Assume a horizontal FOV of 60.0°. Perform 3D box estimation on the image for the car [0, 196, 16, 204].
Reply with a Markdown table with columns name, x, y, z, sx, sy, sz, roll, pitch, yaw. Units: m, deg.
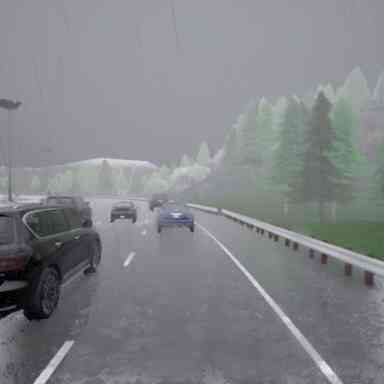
| name | x | y | z | sx | sy | sz | roll | pitch | yaw |
| --- | --- | --- | --- | --- | --- | --- | --- | --- | --- |
| car | -37.562 | 1.525 | 68.100 | 2.128 | 1.511 | 4.902 | 0 | 0 | -20 |

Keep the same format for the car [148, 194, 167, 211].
| name | x | y | z | sx | sy | sz | roll | pitch | yaw |
| --- | --- | --- | --- | --- | --- | --- | --- | --- | --- |
| car | -4.118 | 1.231 | 40.853 | 2.150 | 2.045 | 5.566 | 0 | 0 | -11 |

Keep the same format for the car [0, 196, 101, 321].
| name | x | y | z | sx | sy | sz | roll | pitch | yaw |
| --- | --- | --- | --- | --- | --- | --- | --- | --- | --- |
| car | -3.637 | 1.229 | 7.389 | 2.150 | 2.045 | 5.566 | 0 | 0 | -2 |

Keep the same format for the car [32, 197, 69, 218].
| name | x | y | z | sx | sy | sz | roll | pitch | yaw |
| --- | --- | --- | --- | --- | --- | --- | --- | --- | --- |
| car | -13.012 | 1.378 | 30.866 | 2.097 | 1.767 | 4.553 | 0 | 0 | -9 |

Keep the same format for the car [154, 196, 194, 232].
| name | x | y | z | sx | sy | sz | roll | pitch | yaw |
| --- | --- | --- | --- | --- | --- | --- | --- | --- | --- |
| car | -1.072 | 1.355 | 20.384 | 2.097 | 1.767 | 4.553 | 0 | 0 | -5 |

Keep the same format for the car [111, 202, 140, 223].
| name | x | y | z | sx | sy | sz | roll | pitch | yaw |
| --- | --- | --- | --- | --- | --- | --- | --- | --- | --- |
| car | -5.236 | 1.516 | 26.038 | 1.837 | 1.490 | 4.892 | 0 | 0 | -7 |
